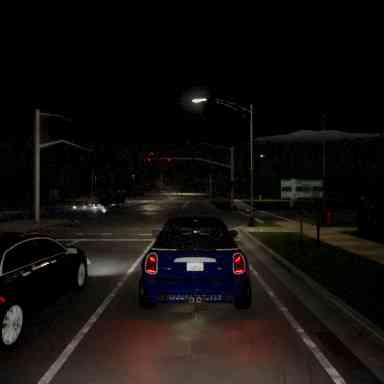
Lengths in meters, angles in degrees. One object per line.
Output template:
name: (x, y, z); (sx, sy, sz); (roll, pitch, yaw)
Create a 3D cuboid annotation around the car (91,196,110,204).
car: (-17.786, 1.491, 64.875); (2.128, 1.511, 4.902); (0, 0, 1)

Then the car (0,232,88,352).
car: (-3.440, 1.505, 6.145); (1.837, 1.490, 4.892); (0, 0, 0)

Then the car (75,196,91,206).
car: (-17.941, 1.477, 55.685); (1.882, 1.535, 5.008); (0, 0, 1)

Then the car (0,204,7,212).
car: (-23.046, 1.525, 36.910); (4.674, 1.442, 1.812); (0, 0, 0)

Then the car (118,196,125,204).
car: (-14.310, 1.547, 64.121); (2.033, 1.411, 5.357); (0, 0, 1)

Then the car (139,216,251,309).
car: (0.070, 1.352, 8.049); (2.097, 1.767, 4.553); (0, 0, 0)

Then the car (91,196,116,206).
car: (-14.473, 1.601, 54.472); (1.895, 1.301, 4.718); (0, 0, 1)
